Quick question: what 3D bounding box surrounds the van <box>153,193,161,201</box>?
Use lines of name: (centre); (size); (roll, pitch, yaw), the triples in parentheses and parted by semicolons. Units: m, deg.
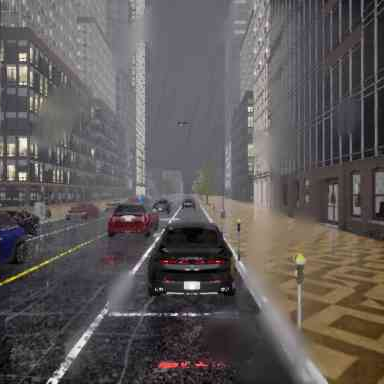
van: (-8.831, 1.286, 84.106); (1.690, 1.788, 3.998); (0, 0, 0)

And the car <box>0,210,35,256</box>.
car: (-6.246, 1.351, 8.577); (2.097, 1.767, 4.553); (0, 0, 0)

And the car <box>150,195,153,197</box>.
car: (-8.833, 1.550, 61.338); (1.802, 1.307, 4.206); (0, 0, 0)

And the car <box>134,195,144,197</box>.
car: (-8.833, 1.523, 49.953); (1.887, 1.381, 4.507); (0, 0, 0)

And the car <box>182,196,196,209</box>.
car: (-0.452, 1.548, 44.248); (1.947, 1.339, 4.313); (0, 0, 0)

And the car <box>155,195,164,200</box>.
car: (-8.832, 1.504, 89.799); (1.947, 1.339, 4.313); (0, 0, 0)

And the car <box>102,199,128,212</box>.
car: (-8.833, 1.537, 38.569); (2.008, 1.369, 4.403); (0, 0, 0)

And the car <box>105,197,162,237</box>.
car: (-3.047, 1.349, 18.047); (2.097, 1.767, 4.553); (0, 0, 0)

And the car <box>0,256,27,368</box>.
car: (-3.044, 1.548, 1.510); (2.033, 1.411, 5.357); (0, 0, 0)

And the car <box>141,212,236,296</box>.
car: (0.000, 1.503, 8.649); (1.837, 1.490, 4.892); (0, 0, 0)

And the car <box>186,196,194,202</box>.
car: (-0.452, 1.533, 78.399); (1.802, 1.307, 4.206); (0, 0, 0)

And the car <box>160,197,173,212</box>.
car: (-3.145, 1.514, 35.154); (1.812, 1.442, 4.674); (0, 0, 0)

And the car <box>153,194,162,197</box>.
car: (-8.832, 1.391, 78.413); (1.967, 1.590, 4.097); (0, 0, 0)

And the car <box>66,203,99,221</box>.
car: (-8.832, 1.575, 27.183); (1.802, 1.307, 4.206); (0, 0, 0)

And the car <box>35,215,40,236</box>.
car: (-8.833, 1.563, 15.800); (1.947, 1.339, 4.313); (0, 0, 0)
